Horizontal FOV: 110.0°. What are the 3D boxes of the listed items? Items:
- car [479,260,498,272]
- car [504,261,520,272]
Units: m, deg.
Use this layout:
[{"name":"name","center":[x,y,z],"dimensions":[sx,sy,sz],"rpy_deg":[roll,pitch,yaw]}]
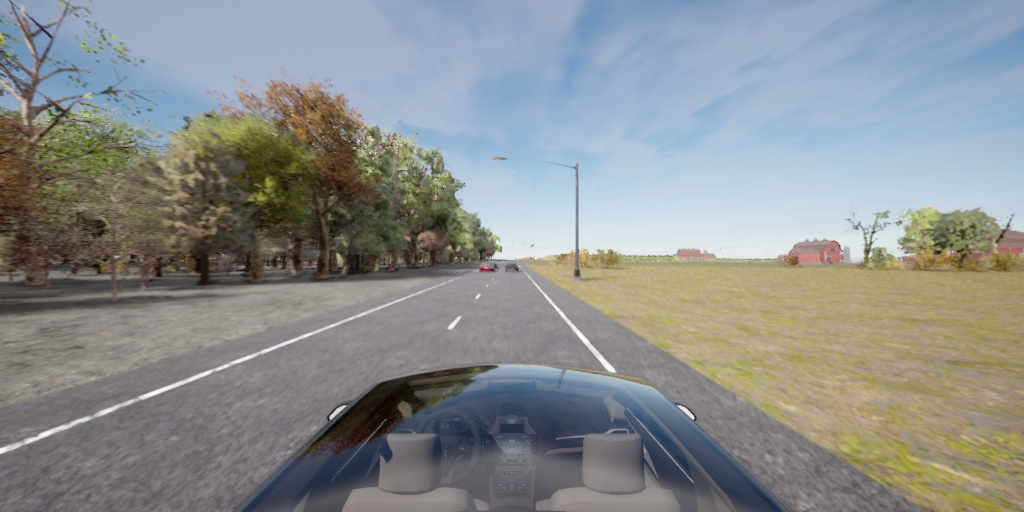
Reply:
[{"name":"car","center":[-3.480,1.526,50.353],"dimensions":[1.994,1.385,4.181],"rpy_deg":[0,0,0]},{"name":"car","center":[0.018,1.466,50.118],"dimensions":[1.837,1.490,4.892],"rpy_deg":[0,0,0]}]
